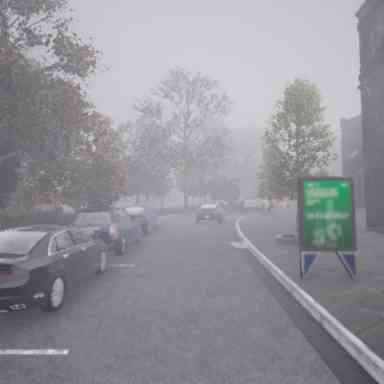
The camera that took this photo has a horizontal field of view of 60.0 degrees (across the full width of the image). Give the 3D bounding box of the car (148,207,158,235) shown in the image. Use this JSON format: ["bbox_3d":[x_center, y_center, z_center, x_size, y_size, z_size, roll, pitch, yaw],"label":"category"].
[{"bbox_3d":[-3.159,1.520,19.171,2.097,1.535,5.008,0,0,2],"label":"car"}]

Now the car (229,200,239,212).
[{"bbox_3d":[3.416,1.726,40.718,2.231,1.521,4.892,-2,-1,29],"label":"car"}]

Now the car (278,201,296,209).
[{"bbox_3d":[14.496,2.052,53.704,5.008,1.535,2.097,1,-4,-40],"label":"car"}]

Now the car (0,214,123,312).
[{"bbox_3d":[-3.402,1.507,7.760,2.231,1.521,4.892,0,0,2],"label":"car"}]

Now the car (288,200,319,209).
[{"bbox_3d":[19.148,2.124,57.067,4.892,1.521,2.231,1,-4,-32],"label":"car"}]

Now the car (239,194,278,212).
[{"bbox_3d":[8.425,1.362,41.584,2.150,2.045,5.566,-3,-3,33],"label":"car"}]

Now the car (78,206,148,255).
[{"bbox_3d":[-3.400,1.386,13.469,2.185,1.767,4.553,-1,0,2],"label":"car"}]

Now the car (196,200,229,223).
[{"bbox_3d":[1.483,1.520,25.227,1.812,1.442,4.674,-1,0,11],"label":"car"}]
